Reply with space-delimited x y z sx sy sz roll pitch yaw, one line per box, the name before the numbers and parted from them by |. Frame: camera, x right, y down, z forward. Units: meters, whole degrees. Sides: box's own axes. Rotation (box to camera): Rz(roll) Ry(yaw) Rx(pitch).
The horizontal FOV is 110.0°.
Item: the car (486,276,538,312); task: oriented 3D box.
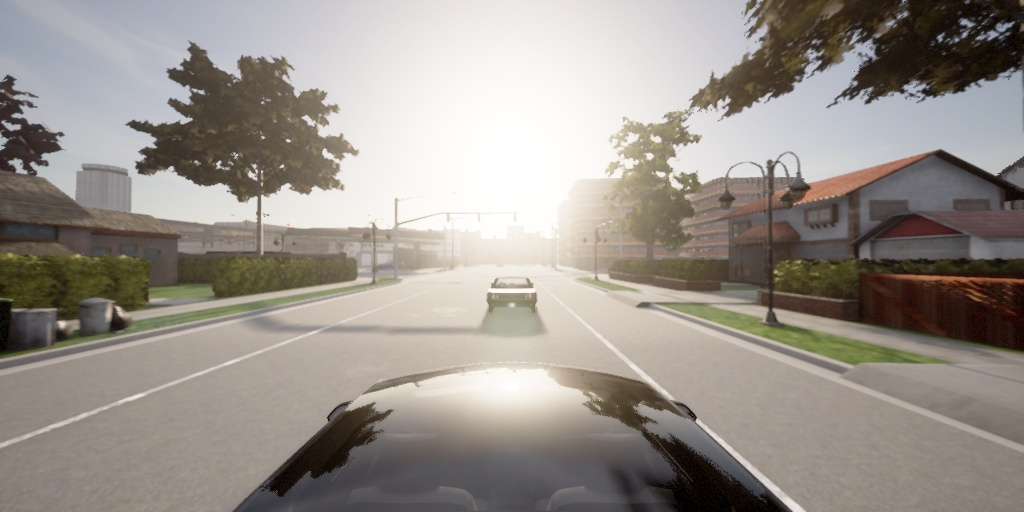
car | 0.012 1.498 15.076 1.895 1.301 4.718 0 -1 0
